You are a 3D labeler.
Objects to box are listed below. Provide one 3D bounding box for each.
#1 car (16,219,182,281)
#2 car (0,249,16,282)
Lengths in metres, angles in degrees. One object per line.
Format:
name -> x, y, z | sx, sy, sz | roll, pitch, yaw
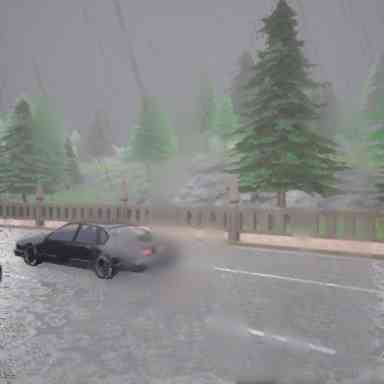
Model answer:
car -> -2.915, 1.524, 9.784 | 5.357, 1.411, 2.033 | 0, 0, 31
car -> -6.337, 1.553, 7.678 | 4.181, 1.385, 1.994 | 0, 0, 30
